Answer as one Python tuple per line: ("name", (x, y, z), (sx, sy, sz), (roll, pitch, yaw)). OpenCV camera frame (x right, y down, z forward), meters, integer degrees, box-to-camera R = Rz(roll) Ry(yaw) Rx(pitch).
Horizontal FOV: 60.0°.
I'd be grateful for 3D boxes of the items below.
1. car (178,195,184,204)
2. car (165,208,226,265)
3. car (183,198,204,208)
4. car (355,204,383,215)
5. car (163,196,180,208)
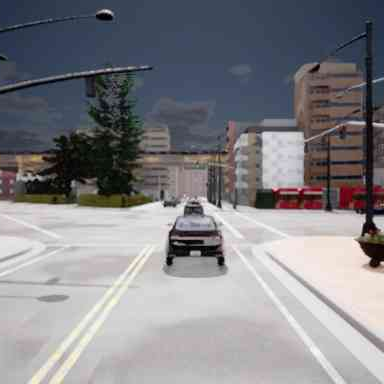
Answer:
("car", (-3.390, 1.653, 68.499), (2.097, 1.767, 4.553), (0, 0, 0))
("car", (0.107, 1.543, 11.859), (2.128, 1.511, 4.902), (0, 0, 0))
("car", (0.155, 1.667, 32.541), (1.837, 1.490, 4.892), (0, 0, 0))
("car", (20.194, 1.948, 35.665), (4.718, 1.301, 1.895), (1, 0, 0))
("car", (-3.481, 1.793, 52.950), (1.994, 1.385, 4.181), (0, 0, 0))
